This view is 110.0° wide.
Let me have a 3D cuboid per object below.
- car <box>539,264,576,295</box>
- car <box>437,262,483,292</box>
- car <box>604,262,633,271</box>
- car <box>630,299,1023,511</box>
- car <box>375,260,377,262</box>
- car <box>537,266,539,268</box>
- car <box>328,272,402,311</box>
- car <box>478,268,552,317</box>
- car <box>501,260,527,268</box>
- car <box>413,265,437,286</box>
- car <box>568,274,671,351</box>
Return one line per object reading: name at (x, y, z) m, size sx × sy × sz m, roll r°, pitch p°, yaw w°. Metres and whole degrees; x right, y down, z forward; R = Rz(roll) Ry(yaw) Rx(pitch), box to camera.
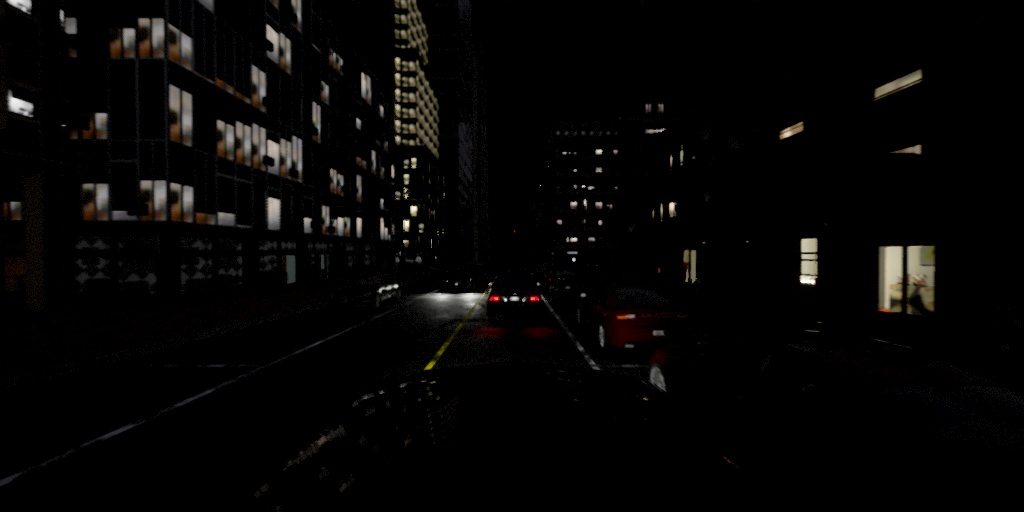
car at (2.820, 1.365, 20.245) m, size 2.007 × 1.370 × 4.403 m, roll 0°, pitch 0°, yaw 0°
car at (-3.092, 1.326, 22.336) m, size 1.837 × 1.490 × 4.892 m, roll 0°, pitch 0°, yaw 0°
car at (16.310, 1.569, 54.672) m, size 4.403 × 1.370 × 2.007 m, roll 0°, pitch 0°, yaw 1°
car at (2.724, 1.338, 3.312) m, size 1.802 × 1.307 × 4.207 m, roll 0°, pitch 0°, yaw 0°
car at (-21.666, 1.224, 55.171) m, size 4.829 × 1.417 × 1.751 m, roll 0°, pitch 0°, yaw 1°
car at (2.820, 1.379, 31.704) m, size 1.751 × 1.417 × 4.829 m, roll 0°, pitch 0°, yaw 0°
car at (-5.793, 1.345, 14.658) m, size 2.007 × 1.370 × 4.403 m, roll 0°, pitch 0°, yaw 0°
car at (0.086, 1.337, 13.262) m, size 2.033 × 1.411 × 5.357 m, roll 0°, pitch 0°, yaw 0°
car at (0.090, 1.355, 30.384) m, size 1.837 × 1.490 × 4.892 m, roll 0°, pitch 0°, yaw 0°
car at (-5.820, 1.379, 25.947) m, size 1.888 × 1.381 × 4.507 m, roll 0°, pitch 0°, yaw 0°
car at (2.759, 1.320, 8.957) m, size 1.888 × 1.381 × 4.507 m, roll 0°, pitch 0°, yaw 0°
